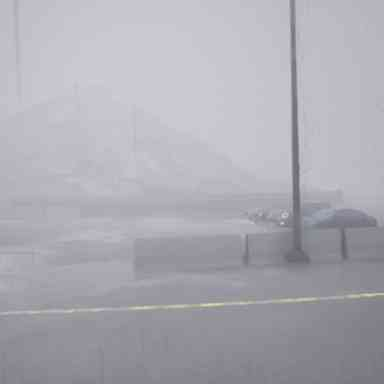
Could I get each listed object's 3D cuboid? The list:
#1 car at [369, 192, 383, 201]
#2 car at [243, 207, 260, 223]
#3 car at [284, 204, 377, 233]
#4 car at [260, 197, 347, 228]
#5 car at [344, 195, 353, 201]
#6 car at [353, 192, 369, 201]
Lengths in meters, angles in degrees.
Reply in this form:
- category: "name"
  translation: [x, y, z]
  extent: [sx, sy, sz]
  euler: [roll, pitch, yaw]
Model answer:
- category: "car"
  translation: [42.520, 0.931, 78.061]
  extent: [2.150, 2.045, 5.566]
  euler: [-1, 0, 4]
- category: "car"
  translation: [6.516, 1.644, 24.479]
  extent: [4.718, 1.301, 1.895]
  euler: [0, 0, -20]
- category: "car"
  translation: [7.498, 1.543, 17.469]
  extent: [4.674, 1.442, 1.812]
  euler: [0, 0, -18]
- category: "car"
  translation: [6.999, 1.381, 20.998]
  extent: [4.553, 1.767, 2.097]
  euler: [0, 0, -19]
- category: "car"
  translation: [35.543, 1.337, 78.549]
  extent: [1.837, 1.490, 4.892]
  euler: [-1, 0, 4]
- category: "car"
  translation: [39.036, 1.296, 78.319]
  extent: [1.812, 1.442, 4.674]
  euler: [-1, 0, 4]
